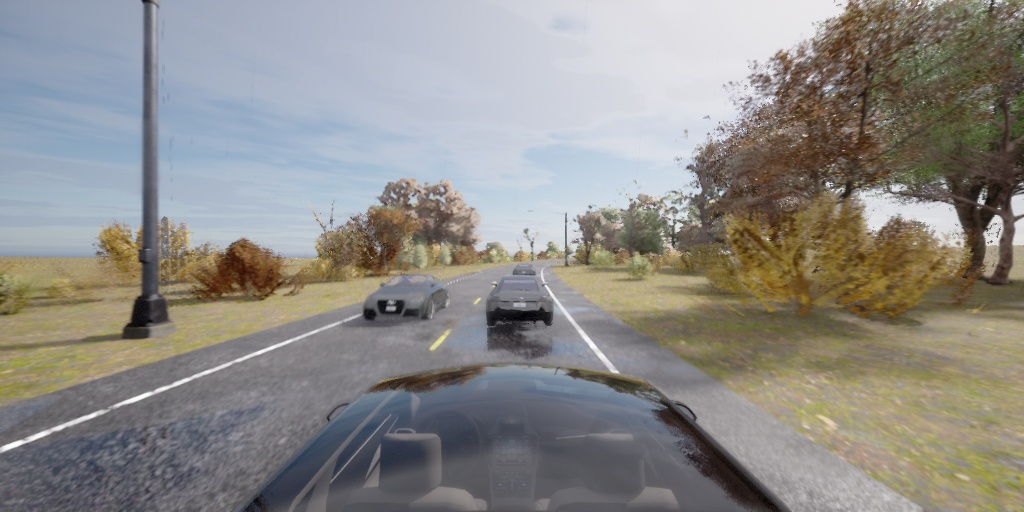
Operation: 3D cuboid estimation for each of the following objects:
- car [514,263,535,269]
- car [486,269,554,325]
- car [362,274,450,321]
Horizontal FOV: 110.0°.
[{"bbox_3d":[1.103,1.312,31.902,1.994,1.385,4.181,0,0,3],"label":"car"},{"bbox_3d":[0.251,1.314,11.851,1.994,1.385,4.181,0,0,1],"label":"car"},{"bbox_3d":[-3.425,1.311,12.284,1.994,1.385,4.181,0,0,2],"label":"car"}]
